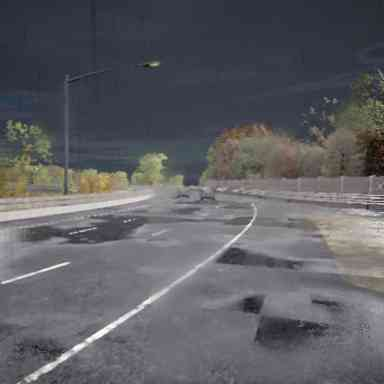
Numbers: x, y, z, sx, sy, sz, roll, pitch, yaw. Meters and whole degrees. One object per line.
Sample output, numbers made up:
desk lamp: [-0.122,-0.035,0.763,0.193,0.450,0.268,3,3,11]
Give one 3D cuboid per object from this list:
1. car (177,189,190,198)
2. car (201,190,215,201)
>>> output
car: [-1.297,0.215,50.713,2.033,1.411,5.357,1,1,-2]
car: [2.156,0.388,45.462,2.033,1.411,5.357,1,1,1]
